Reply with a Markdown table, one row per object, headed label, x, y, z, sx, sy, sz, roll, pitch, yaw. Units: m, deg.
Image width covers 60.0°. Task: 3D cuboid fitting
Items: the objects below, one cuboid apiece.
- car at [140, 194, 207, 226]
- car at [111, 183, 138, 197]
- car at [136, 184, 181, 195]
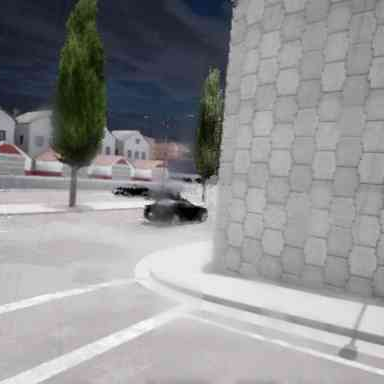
| label | x | y | z | sx | sy | sz | roll | pitch | yaw |
| --- | --- | --- | --- | --- | --- | --- | --- | --- | --- |
| car | -0.880 | 1.135 | 20.736 | 1.882 | 1.535 | 5.008 | 7 | 3 | 35 |
| car | -7.051 | -0.214 | 38.310 | 2.128 | 1.511 | 4.902 | 7 | 3 | 35 |
| car | -3.349 | 0.187 | 37.535 | 2.033 | 1.411 | 5.357 | 7 | 3 | 34 |
